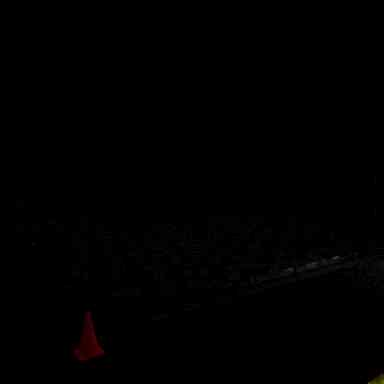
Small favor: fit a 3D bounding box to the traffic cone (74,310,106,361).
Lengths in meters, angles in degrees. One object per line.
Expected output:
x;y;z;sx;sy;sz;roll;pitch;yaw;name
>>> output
-1.417;1.915;4.565;0.340;0.580;0.340;-2;1;-35;traffic cone
